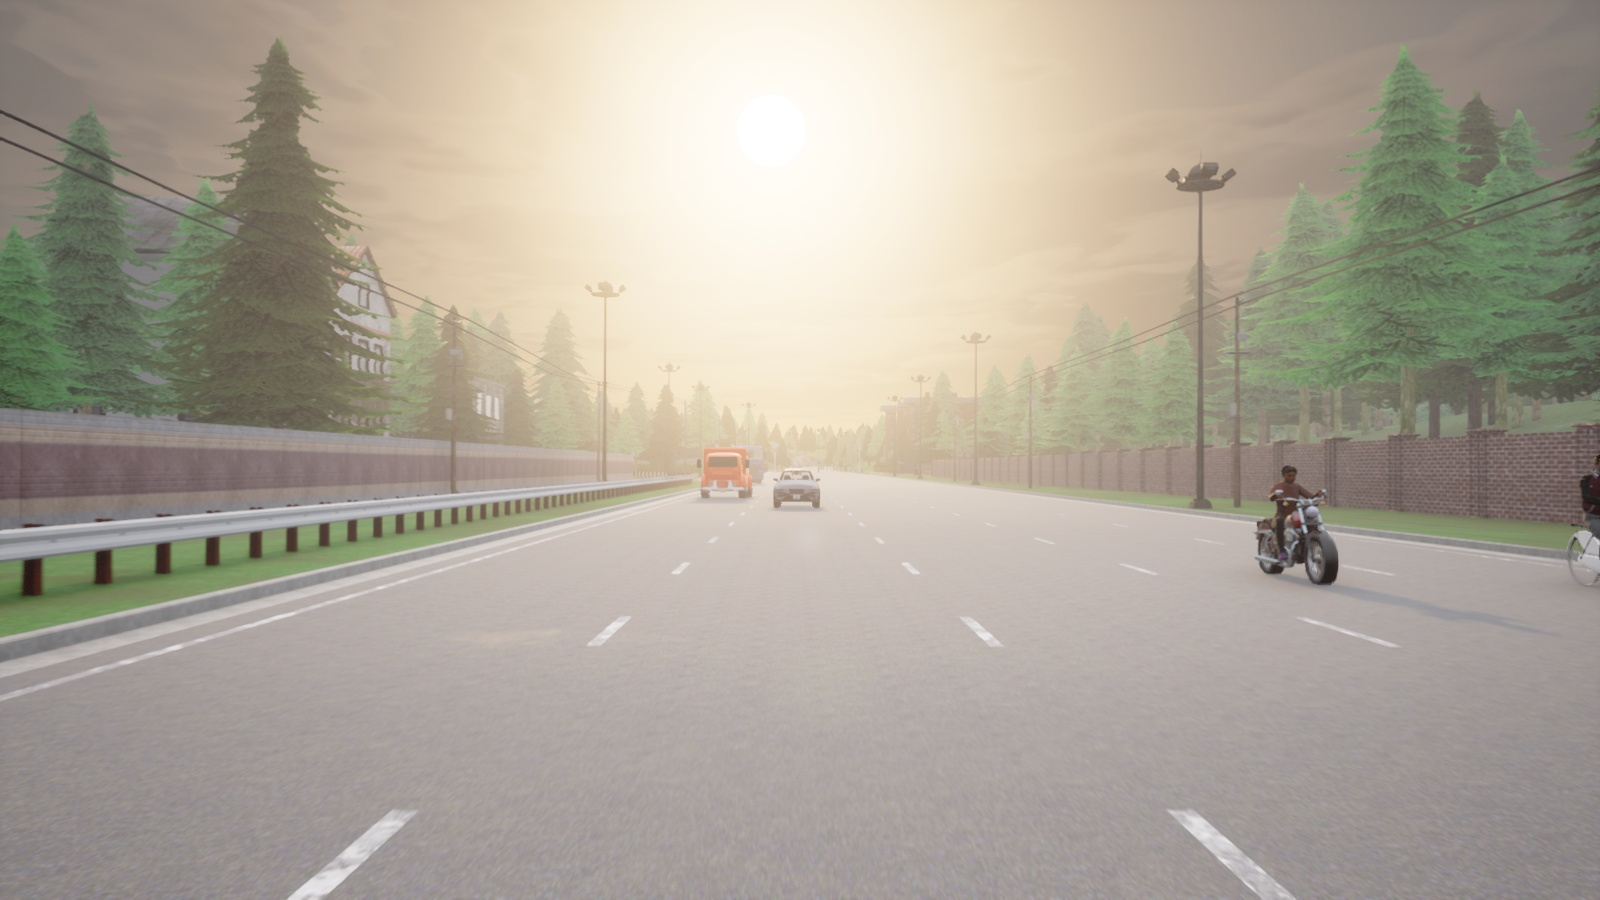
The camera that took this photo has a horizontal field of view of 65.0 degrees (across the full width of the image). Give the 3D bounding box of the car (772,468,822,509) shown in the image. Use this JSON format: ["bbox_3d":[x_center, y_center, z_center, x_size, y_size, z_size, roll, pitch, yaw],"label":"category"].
[{"bbox_3d":[-0.113,1.443,47.712,1.816,1.474,4.193,0,-1,0],"label":"car"}]

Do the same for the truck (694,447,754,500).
[{"bbox_3d":[-3.648,1.140,61.547,2.627,2.467,5.204,0,-1,0],"label":"truck"}]

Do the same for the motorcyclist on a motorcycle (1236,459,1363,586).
[{"bbox_3d":[6.937,0.960,17.576,0.766,1.649,2.350,0,-1,-2],"label":"motorcyclist on a motorcycle"}]

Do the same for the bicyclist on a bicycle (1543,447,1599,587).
[{"bbox_3d":[10.461,0.848,16.180,0.659,1.776,1.843,0,-1,0],"label":"bicyclist on a bicycle"}]
